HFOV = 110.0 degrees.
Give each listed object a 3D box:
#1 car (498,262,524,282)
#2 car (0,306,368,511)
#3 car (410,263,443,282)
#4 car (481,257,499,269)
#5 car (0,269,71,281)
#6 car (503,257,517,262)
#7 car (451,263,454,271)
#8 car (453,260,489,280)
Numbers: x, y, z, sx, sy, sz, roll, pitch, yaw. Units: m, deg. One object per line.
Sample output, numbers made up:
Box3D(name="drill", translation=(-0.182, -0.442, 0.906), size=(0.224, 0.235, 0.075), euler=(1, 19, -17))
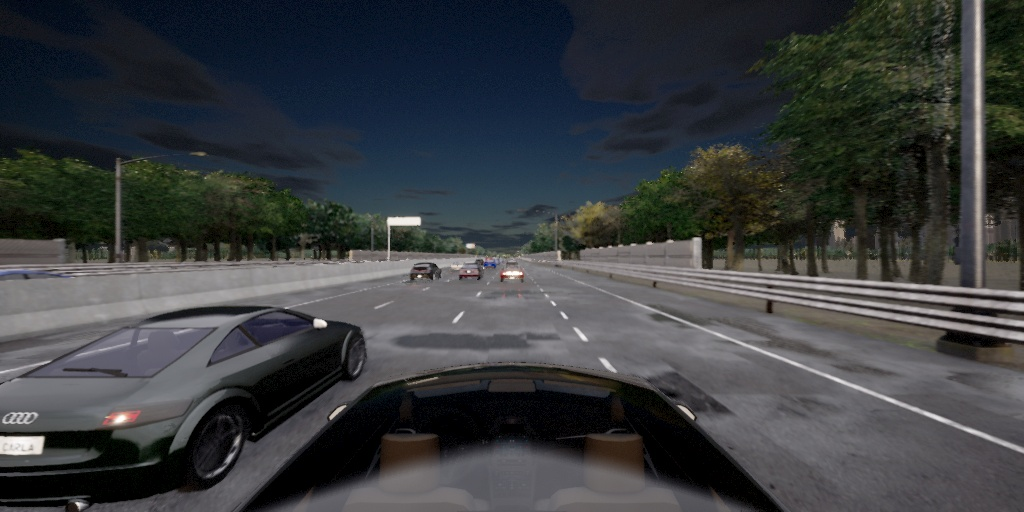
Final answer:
Box3D(name="car", translation=(0.001, 1.370, 29.531), size=(1.895, 1.301, 4.718), euler=(0, 0, 0))
Box3D(name="car", translation=(-3.499, 1.316, 4.555), size=(1.994, 1.385, 4.181), euler=(0, 0, 0))
Box3D(name="car", translation=(-6.998, 1.276, 29.585), size=(1.837, 1.490, 4.892), euler=(0, 0, 0))
Box3D(name="car", translation=(-3.497, 1.277, 58.546), size=(1.882, 1.535, 5.008), euler=(0, 0, 0))
Box3D(name="car", translation=(-17.593, 1.233, 12.175), size=(1.882, 1.535, 5.008), euler=(0, 0, 0))
Box3D(name="car", translation=(0.001, 1.273, 54.523), size=(1.882, 1.535, 5.008), euler=(0, 0, 0))
Box3D(name="car", translation=(-6.997, 1.389, 48.569), size=(1.895, 1.301, 4.718), euler=(0, 0, 0))
Box3D(name="car", translation=(-3.495, 1.318, 31.543), size=(2.033, 1.411, 5.357), euler=(0, 0, 0))
